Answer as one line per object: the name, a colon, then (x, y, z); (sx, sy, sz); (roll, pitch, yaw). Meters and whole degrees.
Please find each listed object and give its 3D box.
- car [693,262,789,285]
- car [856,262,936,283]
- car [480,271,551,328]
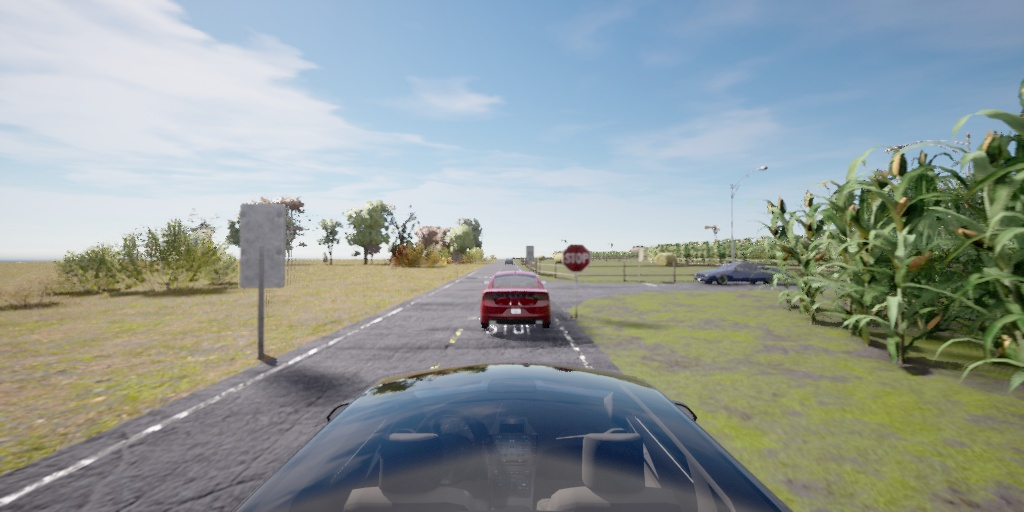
car: (14.713, 1.112, 23.136); (5.357, 1.411, 2.033); (-1, -1, -1)
car: (24.847, 0.818, 23.297); (4.553, 1.767, 2.097); (-1, -1, -1)
car: (0.096, 1.203, 11.303); (1.882, 1.535, 5.008); (0, 0, 0)
